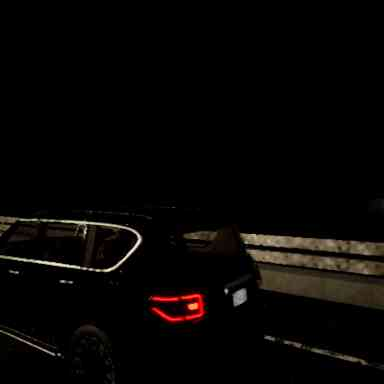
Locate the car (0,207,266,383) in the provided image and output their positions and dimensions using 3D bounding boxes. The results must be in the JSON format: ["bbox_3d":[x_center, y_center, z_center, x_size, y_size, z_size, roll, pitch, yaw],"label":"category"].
[{"bbox_3d":[-1.656,1.260,5.170,5.566,2.045,2.150,-1,0,35],"label":"car"}]
